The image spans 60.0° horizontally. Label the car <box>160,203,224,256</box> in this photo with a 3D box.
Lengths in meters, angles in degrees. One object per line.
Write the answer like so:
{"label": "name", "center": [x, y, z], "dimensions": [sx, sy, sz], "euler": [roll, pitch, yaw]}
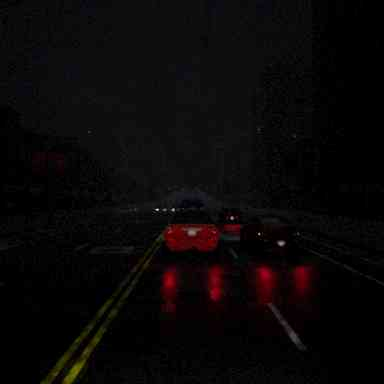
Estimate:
{"label": "car", "center": [0.002, 1.516, 14.067], "dimensions": [2.097, 1.767, 4.553], "euler": [0, -1, 0]}

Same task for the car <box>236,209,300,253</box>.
{"label": "car", "center": [3.254, 1.696, 14.398], "dimensions": [1.812, 1.442, 4.674], "euler": [0, -1, 0]}

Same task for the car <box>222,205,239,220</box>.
{"label": "car", "center": [3.253, 1.871, 29.302], "dimensions": [1.837, 1.490, 4.892], "euler": [0, 0, 0]}

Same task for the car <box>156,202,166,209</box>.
{"label": "car", "center": [-6.501, 2.814, 70.993], "dimensions": [1.882, 1.535, 5.008], "euler": [0, -2, 0]}

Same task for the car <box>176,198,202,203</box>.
{"label": "car", "center": [0.000, 1.575, 29.034], "dimensions": [2.150, 2.045, 5.566], "euler": [0, -1, 0]}
